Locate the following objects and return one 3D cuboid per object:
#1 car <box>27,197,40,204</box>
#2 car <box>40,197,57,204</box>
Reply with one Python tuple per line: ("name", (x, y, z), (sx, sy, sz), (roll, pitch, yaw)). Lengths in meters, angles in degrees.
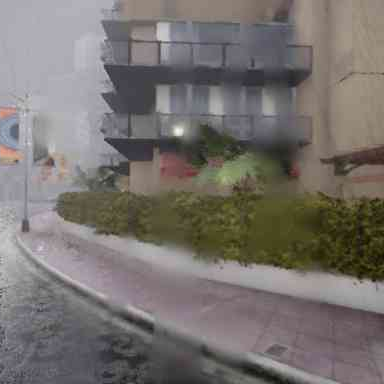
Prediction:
("car", (-32.730, 1.734, 68.969), (1.994, 1.385, 4.181), (0, 0, -3))
("car", (-29.234, 1.724, 69.152), (1.812, 1.442, 4.674), (0, 0, -3))
